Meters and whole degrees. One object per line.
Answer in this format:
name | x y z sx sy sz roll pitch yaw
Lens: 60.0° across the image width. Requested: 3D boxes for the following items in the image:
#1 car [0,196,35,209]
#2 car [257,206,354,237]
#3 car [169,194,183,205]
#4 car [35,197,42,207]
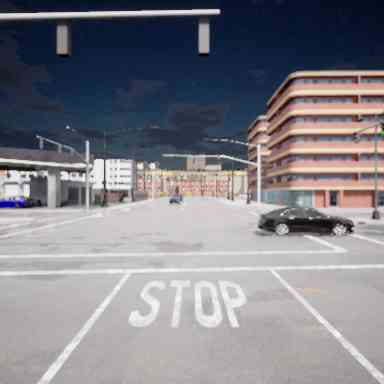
car | -23.251 1.297 42.518 4.611 1.667 2.242 0 0 1
car | 5.928 1.538 17.534 4.892 1.490 1.837 0 0 1
car | -3.161 1.552 60.718 2.033 1.411 5.357 0 0 0
car | -23.960 1.458 48.270 3.806 1.475 1.970 0 0 1
